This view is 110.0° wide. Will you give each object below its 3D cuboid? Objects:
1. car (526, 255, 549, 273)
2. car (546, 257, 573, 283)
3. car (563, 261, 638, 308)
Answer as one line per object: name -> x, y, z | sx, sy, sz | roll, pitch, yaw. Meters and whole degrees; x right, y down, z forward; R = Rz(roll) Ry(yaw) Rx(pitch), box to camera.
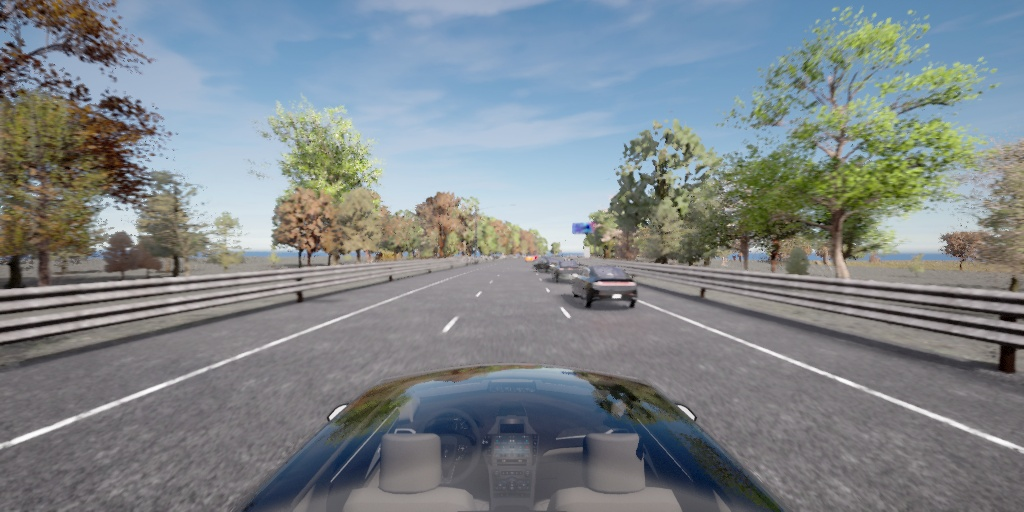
car -> 3.628, 0.939, 37.386 | 2.128, 1.511, 4.902 | 0, 0, -18
car -> 3.833, 1.041, 25.456 | 2.128, 1.511, 4.902 | 0, 1, 2
car -> 3.587, 1.137, 14.582 | 2.128, 1.511, 4.902 | 0, 1, 1
